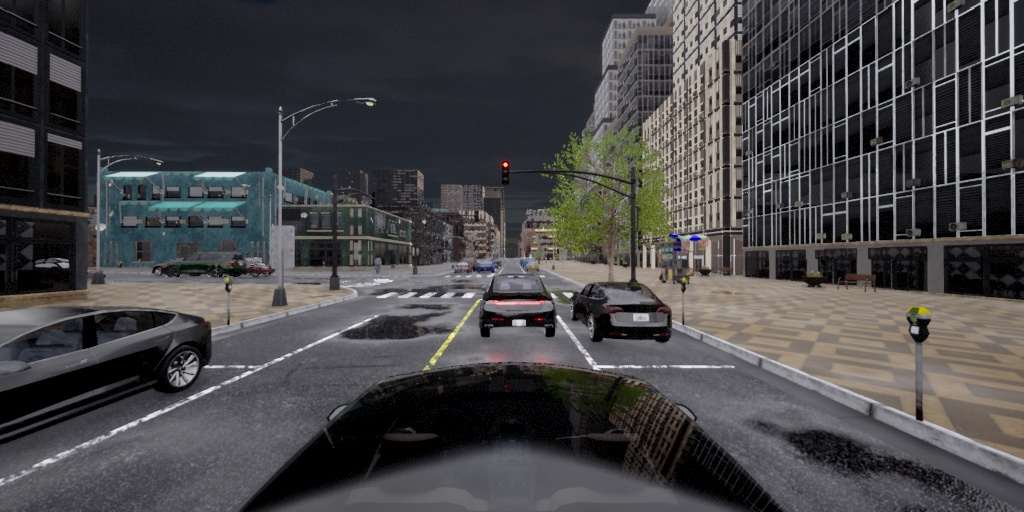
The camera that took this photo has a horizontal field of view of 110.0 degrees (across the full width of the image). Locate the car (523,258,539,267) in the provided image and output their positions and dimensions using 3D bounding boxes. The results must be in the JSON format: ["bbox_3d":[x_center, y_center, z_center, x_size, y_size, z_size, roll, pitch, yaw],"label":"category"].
[{"bbox_3d":[2.706,1.299,47.764,1.751,1.417,4.829,0,0,0],"label":"car"}]

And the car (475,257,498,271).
[{"bbox_3d":[-3.086,1.249,43.717,1.882,1.535,5.008,0,0,0],"label":"car"}]

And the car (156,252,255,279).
[{"bbox_3d":[-24.065,0.712,28.322,5.566,2.045,2.150,1,0,0],"label":"car"}]

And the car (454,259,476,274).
[{"bbox_3d":[-5.676,1.353,42.044,1.802,1.307,4.207,0,0,0],"label":"car"}]

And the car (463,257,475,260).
[{"bbox_3d":[-5.674,1.088,47.595,2.192,1.841,5.009,0,0,0],"label":"car"}]

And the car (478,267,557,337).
[{"bbox_3d":[0.114,1.246,10.236,2.128,1.511,4.902,0,0,-1],"label":"car"}]

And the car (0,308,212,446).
[{"bbox_3d":[-5.689,1.317,4.028,1.948,1.339,4.313,0,0,0],"label":"car"}]

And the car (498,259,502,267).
[{"bbox_3d":[-3.068,1.342,55.527,1.994,1.385,4.181,0,0,0],"label":"car"}]

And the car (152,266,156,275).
[{"bbox_3d":[-28.359,0.893,30.887,4.097,1.591,1.967,0,0,-1],"label":"car"}]

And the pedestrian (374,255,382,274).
[{"bbox_3d":[-12.738,0.803,34.051,0.375,1.860,0.375,0,-1,-1],"label":"pedestrian"}]

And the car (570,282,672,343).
[{"bbox_3d":[2.693,1.320,9.565,1.948,1.339,4.313,0,0,0],"label":"car"}]

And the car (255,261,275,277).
[{"bbox_3d":[-22.811,1.103,30.963,4.207,1.307,1.802,0,0,-1],"label":"car"}]

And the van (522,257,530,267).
[{"bbox_3d":[2.709,1.118,53.146,1.690,1.789,3.998,0,0,0],"label":"van"}]

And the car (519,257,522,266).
[{"bbox_3d":[2.712,1.334,64.248,2.007,1.370,4.403,0,0,0],"label":"car"}]

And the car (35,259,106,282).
[{"bbox_3d":[-28.243,0.990,22.508,4.207,1.307,1.802,0,0,-1],"label":"car"}]
